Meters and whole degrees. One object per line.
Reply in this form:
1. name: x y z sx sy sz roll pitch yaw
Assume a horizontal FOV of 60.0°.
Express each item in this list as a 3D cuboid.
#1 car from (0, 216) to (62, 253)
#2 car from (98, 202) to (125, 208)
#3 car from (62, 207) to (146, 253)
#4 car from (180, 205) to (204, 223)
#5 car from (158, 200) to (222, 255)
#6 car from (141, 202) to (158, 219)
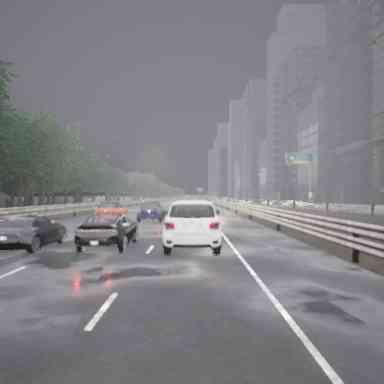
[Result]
1. car: -6.988 1.702 14.303 1.994 1.385 4.181 0 -1 0
2. car: -6.981 1.644 29.083 2.097 1.767 4.553 0 -1 0
3. car: -3.489 1.631 14.302 2.128 1.511 4.902 0 0 0
4. car: 0.019 1.894 29.107 1.895 1.301 4.718 0 -1 0
5. car: 0.009 1.352 14.022 2.150 2.045 5.566 0 0 0
6. car: -3.481 1.644 29.078 2.097 1.767 4.553 0 -1 0
